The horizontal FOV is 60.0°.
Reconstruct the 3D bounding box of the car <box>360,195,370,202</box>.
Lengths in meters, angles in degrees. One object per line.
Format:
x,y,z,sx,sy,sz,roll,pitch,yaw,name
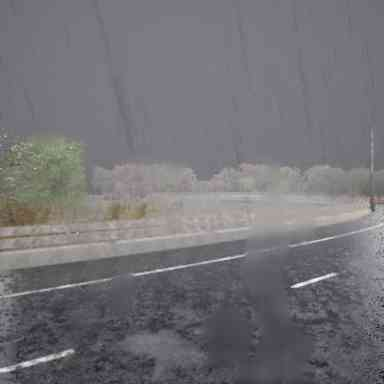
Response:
38.730,1.835,72.117,1.895,1.301,4.718,0,0,9,car

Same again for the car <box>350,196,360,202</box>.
40.077,1.648,80.992,2.128,1.511,4.902,0,0,4,car

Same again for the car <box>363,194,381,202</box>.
43.552,1.462,80.566,2.097,1.767,4.553,0,0,4,car

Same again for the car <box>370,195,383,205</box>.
37.171,1.570,65.137,2.097,1.767,4.553,0,0,15,car

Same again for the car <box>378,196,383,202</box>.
47.032,1.643,80.198,1.994,1.385,4.181,0,0,4,car
